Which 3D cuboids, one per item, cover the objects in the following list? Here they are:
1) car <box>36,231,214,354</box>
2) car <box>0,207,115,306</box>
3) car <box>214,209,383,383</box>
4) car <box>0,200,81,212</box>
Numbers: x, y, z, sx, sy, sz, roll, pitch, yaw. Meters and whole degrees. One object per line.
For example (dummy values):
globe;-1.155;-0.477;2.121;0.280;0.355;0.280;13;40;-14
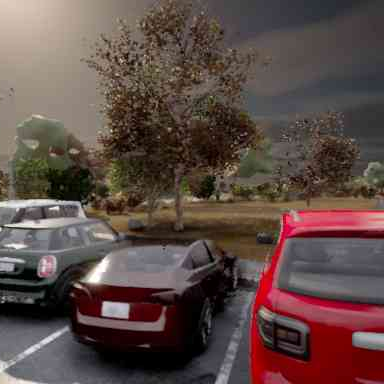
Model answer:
car;-0.343;1.547;6.393;2.163;1.488;4.792;0;-1;15
car;-2.785;1.400;8.051;2.185;1.767;4.553;0;-1;15
car;2.081;1.246;4.673;2.435;2.045;5.566;0;-1;15
car;-5.216;1.273;9.757;2.435;2.045;5.566;1;0;15
